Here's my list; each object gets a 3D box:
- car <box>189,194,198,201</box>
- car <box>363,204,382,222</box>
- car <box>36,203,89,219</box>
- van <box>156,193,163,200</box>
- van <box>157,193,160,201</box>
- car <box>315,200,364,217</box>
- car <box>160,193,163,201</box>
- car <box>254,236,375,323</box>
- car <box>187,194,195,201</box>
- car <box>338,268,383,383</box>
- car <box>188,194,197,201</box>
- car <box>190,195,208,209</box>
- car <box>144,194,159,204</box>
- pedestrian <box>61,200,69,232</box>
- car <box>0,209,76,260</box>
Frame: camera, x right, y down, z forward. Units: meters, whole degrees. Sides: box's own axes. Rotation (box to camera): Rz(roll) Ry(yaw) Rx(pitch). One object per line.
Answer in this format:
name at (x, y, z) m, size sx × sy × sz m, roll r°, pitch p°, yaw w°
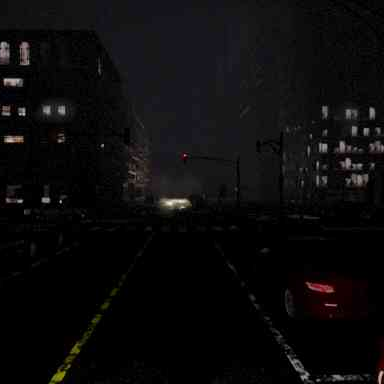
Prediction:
car at (0.939, 1.401, 50.664) m, size 1.967 × 1.590 × 4.097 m, roll -1°, pitch 0°, yaw -2°
car at (15.886, 1.690, 25.198) m, size 4.403 × 1.369 × 2.008 m, roll 0°, pitch 1°, yaw -1°
car at (-10.789, 1.581, 26.721) m, size 4.718 × 1.301 × 1.895 m, roll 0°, pitch 0°, yaw 10°
van at (-8.747, 1.229, 89.847) m, size 1.690 × 1.788 × 3.998 m, roll -1°, pitch 0°, yaw -2°
van at (-7.980, 1.276, 67.275) m, size 1.690 × 1.788 × 3.998 m, roll -1°, pitch 0°, yaw -2°
car at (14.084, 1.543, 31.078) m, size 4.892 × 1.490 × 1.837 m, roll 0°, pitch 1°, yaw -1°
car at (-8.361, 1.458, 78.560) m, size 1.887 × 1.381 × 4.507 m, roll -1°, pitch 0°, yaw -2°
car at (2.460, 1.579, 6.981) m, size 1.802 × 1.307 × 4.206 m, roll -1°, pitch 0°, yaw -2°
car at (-0.206, 1.341, 84.519) m, size 1.967 × 1.590 × 4.097 m, roll -1°, pitch 0°, yaw -2°
car at (2.649, 1.544, 1.403) m, size 1.887 × 1.381 × 4.507 m, roll -1°, pitch 0°, yaw -2°
car at (-0.020, 1.353, 78.876) m, size 1.967 × 1.590 × 4.097 m, roll -1°, pitch 0°, yaw -2°
car at (1.132, 1.513, 45.021) m, size 1.887 × 1.381 × 4.507 m, roll -1°, pitch 0°, yaw -2°
car at (-7.785, 1.510, 61.632) m, size 1.947 × 1.339 × 4.313 m, roll -1°, pitch 0°, yaw -2°
pedestrian at (-7.066, 1.286, 18.474) m, size 0.375 × 1.860 × 0.375 m, roll -1°, pitch 1°, yaw -2°
car at (-6.105, 1.546, 12.236) m, size 2.008 × 1.369 × 4.403 m, roll -1°, pitch 0°, yaw -2°
